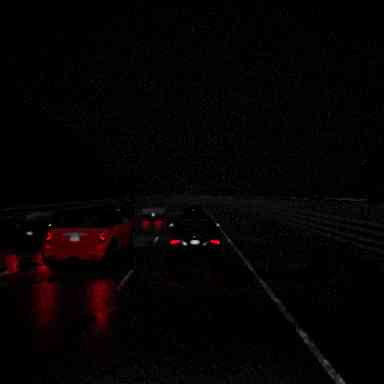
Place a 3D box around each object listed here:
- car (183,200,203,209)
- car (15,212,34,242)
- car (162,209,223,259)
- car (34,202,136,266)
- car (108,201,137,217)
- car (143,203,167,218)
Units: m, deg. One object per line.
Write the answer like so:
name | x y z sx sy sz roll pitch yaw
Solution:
car | 0.136 1.576 34.320 1.882 1.535 5.008 0 0 0
car | -6.899 1.570 16.481 1.812 1.442 4.674 0 0 0
car | 0.101 1.580 12.612 2.033 1.411 5.357 0 0 0
car | -3.408 1.381 11.817 2.097 1.767 4.553 0 0 0
car | -6.867 1.657 33.234 1.994 1.385 4.181 0 0 0
car | -3.372 1.687 31.208 1.895 1.301 4.718 0 0 0
